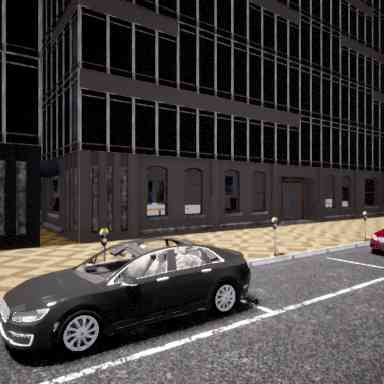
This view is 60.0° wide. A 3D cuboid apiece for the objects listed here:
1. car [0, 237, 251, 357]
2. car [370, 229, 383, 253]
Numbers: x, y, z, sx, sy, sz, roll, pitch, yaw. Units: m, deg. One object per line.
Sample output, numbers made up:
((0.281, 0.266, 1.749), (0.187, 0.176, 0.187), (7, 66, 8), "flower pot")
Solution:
((-0.879, 1.551, 5.926), (4.403, 1.369, 2.008), (0, 0, -35), "car")
((8.403, 1.582, 12.517), (4.206, 1.307, 1.802), (0, 0, -35), "car")
